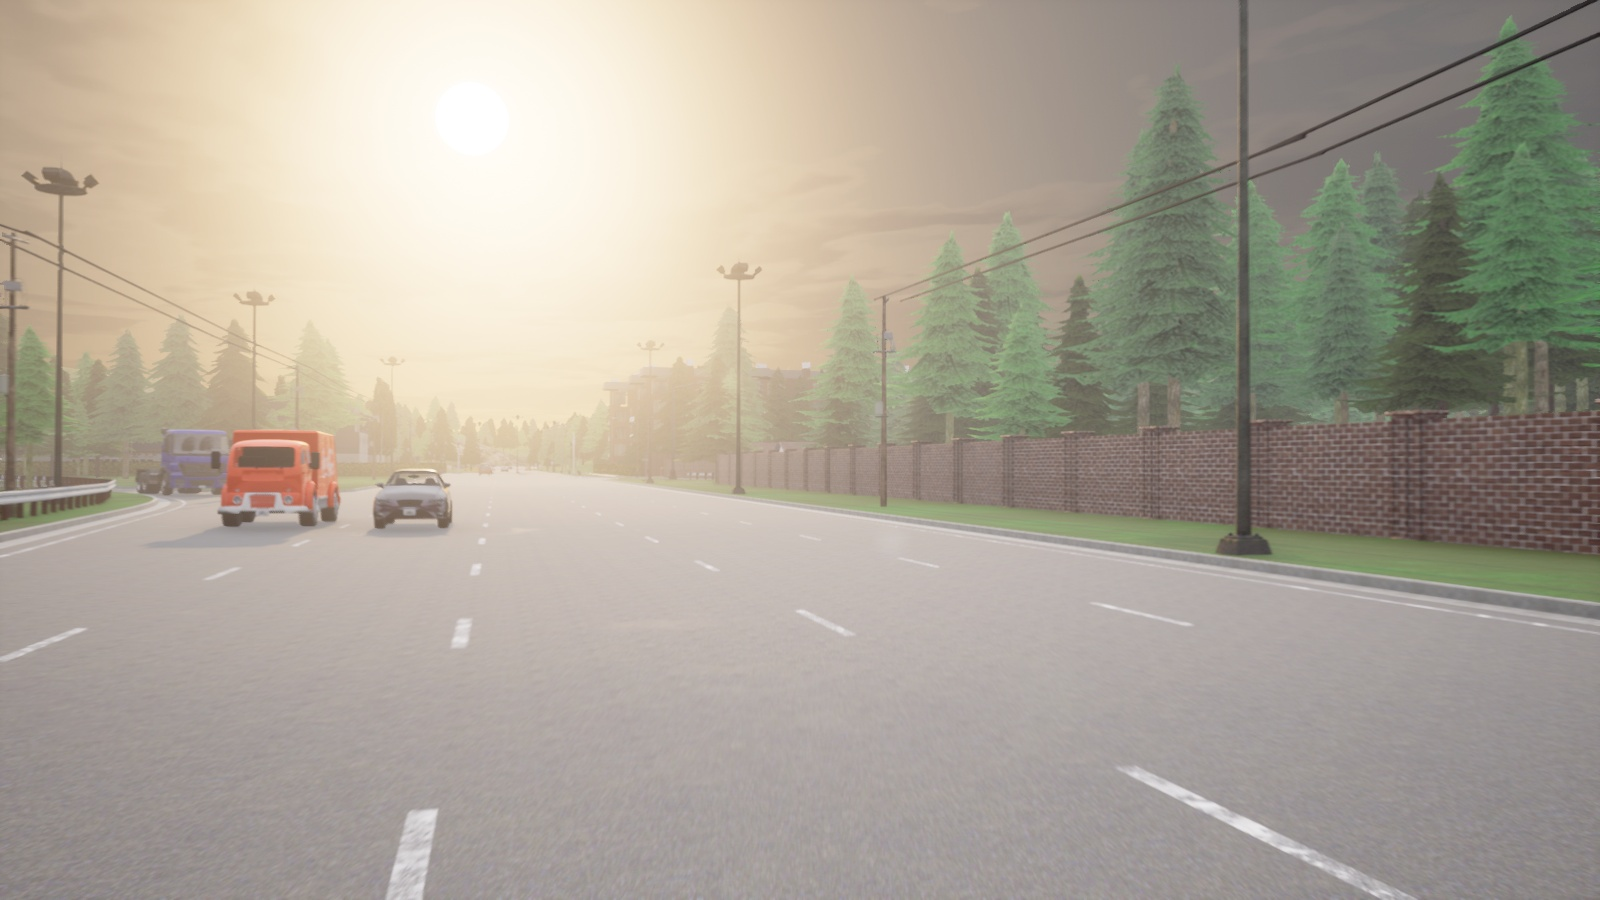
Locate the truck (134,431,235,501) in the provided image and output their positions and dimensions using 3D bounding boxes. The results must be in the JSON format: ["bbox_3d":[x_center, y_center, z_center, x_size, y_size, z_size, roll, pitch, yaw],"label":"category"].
[{"bbox_3d":[-32.566,0.860,66.310,2.891,3.462,7.936,0,-1,-41],"label":"truck"}]

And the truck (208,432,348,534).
[{"bbox_3d":[-13.633,0.828,33.165,2.627,2.467,5.204,0,-1,-13],"label":"truck"}]

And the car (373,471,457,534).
[{"bbox_3d":[-9.835,1.301,32.337,1.816,1.474,4.193,0,-1,-13],"label":"car"}]
